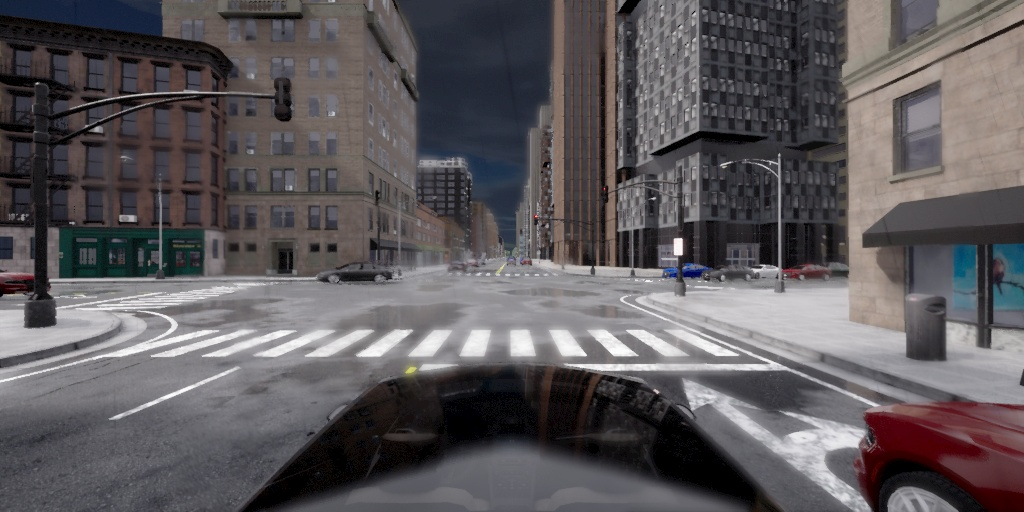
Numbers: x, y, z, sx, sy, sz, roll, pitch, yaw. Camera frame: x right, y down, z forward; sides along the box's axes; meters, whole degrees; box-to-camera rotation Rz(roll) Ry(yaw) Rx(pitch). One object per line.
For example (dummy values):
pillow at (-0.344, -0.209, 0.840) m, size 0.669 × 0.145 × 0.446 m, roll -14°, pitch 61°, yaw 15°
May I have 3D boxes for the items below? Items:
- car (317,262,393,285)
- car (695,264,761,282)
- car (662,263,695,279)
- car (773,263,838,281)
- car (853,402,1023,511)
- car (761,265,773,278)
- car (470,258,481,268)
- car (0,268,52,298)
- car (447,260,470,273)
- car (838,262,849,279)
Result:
car at (-10.910, 1.193, 25.183) m, size 4.892 × 1.490 × 1.837 m, roll 1°, pitch 3°, yaw -31°
car at (19.276, 1.515, 32.067) m, size 4.892 × 1.490 × 1.837 m, roll 1°, pitch 0°, yaw -17°
car at (17.024, 1.487, 34.810) m, size 5.008 × 1.535 × 1.882 m, roll 1°, pitch 0°, yaw -16°
car at (28.327, 1.594, 34.640) m, size 5.008 × 1.535 × 1.882 m, roll 1°, pitch 0°, yaw -15°
car at (3.353, 1.228, 0.439) m, size 1.882 × 1.535 × 5.008 m, roll 0°, pitch 0°, yaw 0°
car at (26.006, 1.640, 37.381) m, size 4.674 × 1.442 × 1.812 m, roll 1°, pitch 0°, yaw -15°
car at (-6.686, 1.288, 60.343) m, size 1.812 × 1.442 × 4.674 m, roll 0°, pitch 0°, yaw 0°
car at (-22.331, 0.962, 14.468) m, size 5.008 × 1.535 × 1.882 m, roll 1°, pitch 0°, yaw -17°
car at (-6.674, 1.323, 44.074) m, size 1.994 × 1.385 × 4.181 m, roll 0°, pitch 0°, yaw 0°
car at (35.015, 1.571, 39.664) m, size 4.553 × 1.767 × 2.097 m, roll 1°, pitch 0°, yaw -13°
